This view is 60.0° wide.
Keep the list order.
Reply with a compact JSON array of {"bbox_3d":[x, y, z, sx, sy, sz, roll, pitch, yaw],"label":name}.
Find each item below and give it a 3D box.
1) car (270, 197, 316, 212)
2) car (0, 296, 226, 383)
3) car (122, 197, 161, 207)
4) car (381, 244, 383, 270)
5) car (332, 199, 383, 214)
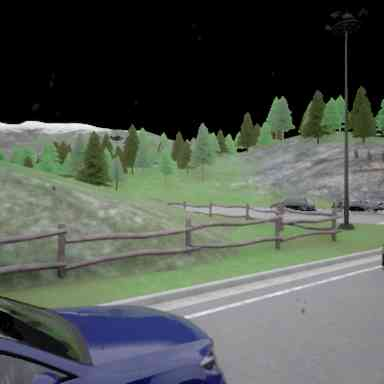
[{"bbox_3d":[10.578,1.339,35.246,4.553,1.767,2.097,0,0,36],"label":"car"},{"bbox_3d":[-1.872,1.526,2.439,4.674,1.442,1.812,0,0,-35],"label":"car"},{"bbox_3d":[-7.631,1.536,52.257,5.357,1.411,2.033,0,0,14],"label":"car"},{"bbox_3d":[6.785,1.488,8.565,4.902,1.511,2.128,0,0,-35],"label":"car"},{"bbox_3d":[17.195,1.476,34.652,4.902,1.511,2.128,0,0,39],"label":"car"}]
